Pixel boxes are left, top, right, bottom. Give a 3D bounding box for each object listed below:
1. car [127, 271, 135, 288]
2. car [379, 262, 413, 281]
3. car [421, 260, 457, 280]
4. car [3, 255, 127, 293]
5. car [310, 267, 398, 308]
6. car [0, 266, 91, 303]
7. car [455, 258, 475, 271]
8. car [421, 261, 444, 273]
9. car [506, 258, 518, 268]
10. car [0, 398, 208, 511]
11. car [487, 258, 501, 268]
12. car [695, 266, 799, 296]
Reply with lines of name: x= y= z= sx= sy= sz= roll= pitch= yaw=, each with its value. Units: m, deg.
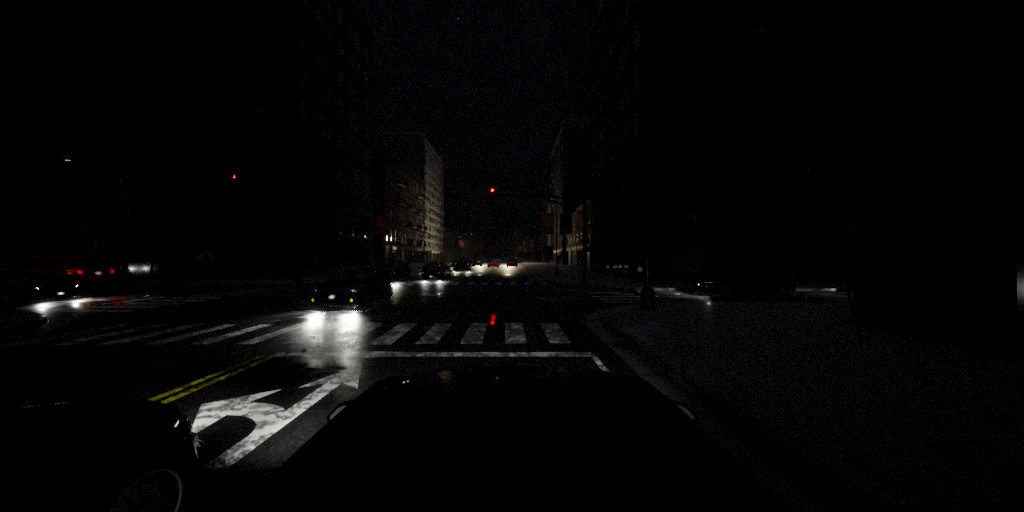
car: x=-25.372 y=1.331 z=21.598 sx=4.313 sy=1.339 sz=1.948 roll=0 pitch=0 yaw=0
car: x=-9.875 y=1.229 z=30.164 sx=1.882 sy=1.535 sz=5.008 roll=0 pitch=0 yaw=1
car: x=-6.594 y=1.298 z=31.846 sx=2.033 sy=1.411 sz=5.357 roll=0 pitch=0 yaw=0
car: x=-24.202 y=0.976 z=18.828 sx=5.566 sy=2.045 sz=2.150 roll=0 pitch=0 yaw=3
car: x=-6.597 y=1.312 z=15.124 sx=1.994 sy=1.385 sz=4.181 roll=0 pitch=0 yaw=0
car: x=-22.895 y=1.292 z=16.100 sx=5.357 sy=1.411 sz=2.033 roll=0 pitch=0 yaw=0
car: x=-6.590 y=1.099 z=48.414 sx=2.097 sy=1.767 sz=4.553 roll=0 pitch=0 yaw=0
car: x=-9.843 y=1.312 z=44.853 sx=1.994 sy=1.385 sz=4.181 roll=0 pitch=0 yaw=0
car: x=0.008 y=1.249 z=62.161 sx=1.837 sy=1.490 sz=4.892 roll=0 pitch=0 yaw=0
car: x=-3.245 y=1.276 z=0.749 sx=1.812 sy=1.442 sz=4.674 roll=0 pitch=0 yaw=0
car: x=-3.242 y=1.345 z=62.608 sx=1.895 sy=1.301 sz=4.718 roll=0 pitch=0 yaw=0
car: x=12.459 y=1.295 z=19.202 sx=4.892 sy=1.490 sz=1.837 roll=0 pitch=0 yaw=2
